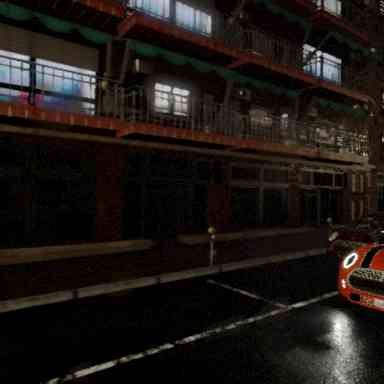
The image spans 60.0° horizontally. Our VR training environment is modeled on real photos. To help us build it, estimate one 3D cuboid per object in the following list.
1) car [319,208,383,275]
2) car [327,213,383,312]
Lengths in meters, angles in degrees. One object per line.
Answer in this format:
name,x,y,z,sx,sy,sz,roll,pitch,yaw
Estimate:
car,6.285,1.437,10.982,4.097,1.590,1.967,0,1,-35
car,5.124,1.350,7.032,4.553,1.767,2.097,0,0,-35
